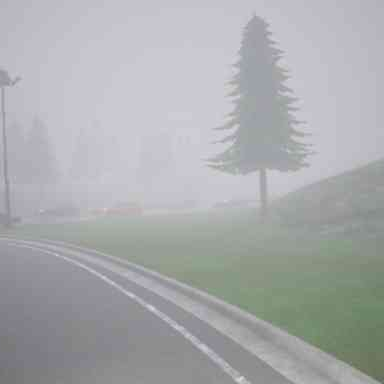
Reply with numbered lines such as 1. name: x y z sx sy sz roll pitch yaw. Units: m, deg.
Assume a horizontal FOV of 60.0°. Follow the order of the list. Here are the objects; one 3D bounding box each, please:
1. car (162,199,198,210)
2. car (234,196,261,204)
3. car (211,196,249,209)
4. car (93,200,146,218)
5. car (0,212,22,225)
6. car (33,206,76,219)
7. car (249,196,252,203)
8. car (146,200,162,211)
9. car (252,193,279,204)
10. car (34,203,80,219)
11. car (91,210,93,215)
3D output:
1. car: -1.371 1.774 48.914 4.902 1.511 2.128 -2 0 -34
2. car: 10.224 1.456 60.985 4.718 1.301 1.895 -2 0 -34
3. car: 4.860 1.604 44.693 4.718 1.301 1.895 -2 0 -34
4. car: -7.842 1.843 36.029 4.553 1.767 2.097 -2 0 -34
5. car: -17.739 2.472 29.259 4.718 1.301 1.895 -2 0 -34
6. car: -17.445 2.519 42.173 4.718 1.301 1.895 -2 0 -34
7. car: 6.279 1.568 49.895 4.718 1.301 1.895 -2 0 -34
8. car: -5.227 1.926 50.520 5.008 1.535 1.882 -2 0 -34
9. car: 13.113 1.075 58.742 4.553 1.767 2.097 -2 0 -34
10. car: -15.700 2.183 39.135 4.553 1.767 2.097 -2 0 -34
11. car: -9.142 2.108 39.371 5.357 1.411 2.033 -2 0 -34
